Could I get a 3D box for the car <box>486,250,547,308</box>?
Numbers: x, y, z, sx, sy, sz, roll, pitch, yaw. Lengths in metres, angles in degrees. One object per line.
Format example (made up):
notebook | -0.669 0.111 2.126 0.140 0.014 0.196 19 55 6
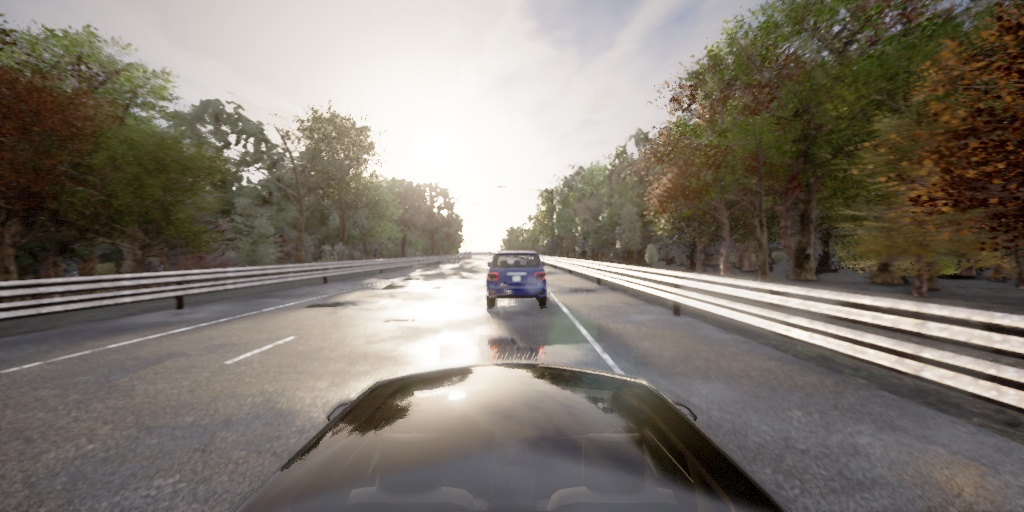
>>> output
car | 0.163 0.797 14.371 2.150 2.045 5.566 0 1 0
